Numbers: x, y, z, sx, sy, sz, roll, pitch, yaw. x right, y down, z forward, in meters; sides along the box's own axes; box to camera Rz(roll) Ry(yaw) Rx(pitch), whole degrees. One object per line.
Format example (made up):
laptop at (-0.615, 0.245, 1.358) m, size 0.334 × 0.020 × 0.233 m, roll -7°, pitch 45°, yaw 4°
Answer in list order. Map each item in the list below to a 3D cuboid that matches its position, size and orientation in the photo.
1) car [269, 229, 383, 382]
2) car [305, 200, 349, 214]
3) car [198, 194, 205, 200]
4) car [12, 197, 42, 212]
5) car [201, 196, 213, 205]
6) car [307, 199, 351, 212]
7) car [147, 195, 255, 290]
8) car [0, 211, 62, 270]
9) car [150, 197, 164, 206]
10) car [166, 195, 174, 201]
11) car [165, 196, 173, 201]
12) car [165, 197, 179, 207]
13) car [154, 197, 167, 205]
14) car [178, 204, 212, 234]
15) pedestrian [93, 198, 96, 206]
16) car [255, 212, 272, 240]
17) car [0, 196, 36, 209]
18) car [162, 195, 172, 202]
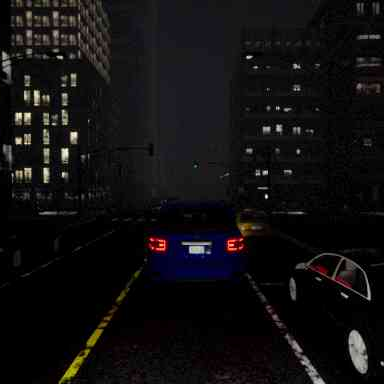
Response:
car at (2.804, 1.549, 5.265) m, size 2.008 × 1.369 × 4.403 m, roll -1°, pitch 0°, yaw 0°
car at (14.865, 1.667, 37.128) m, size 4.181 × 1.385 × 1.994 m, roll 0°, pitch 1°, yaw 1°
car at (2.637, 1.425, 94.091) m, size 1.967 × 1.590 × 4.097 m, roll -1°, pitch 0°, yaw 0°
car at (-17.831, 1.442, 34.363) m, size 4.181 × 1.385 × 1.994 m, roll 0°, pitch 1°, yaw 1°
car at (2.652, 1.539, 60.164) m, size 2.008 × 1.369 × 4.403 m, roll -1°, pitch 0°, yaw 0°
car at (16.297, 1.623, 39.693) m, size 4.403 × 1.369 × 2.008 m, roll 0°, pitch 0°, yaw 1°
car at (0.092, 1.219, 9.178) m, size 2.150 × 2.045 × 5.566 m, roll 0°, pitch 0°, yaw 0°
car at (-5.838, 1.542, 10.964) m, size 1.887 × 1.381 × 4.507 m, roll -1°, pitch 0°, yaw 0°
car at (-5.726, 1.514, 54.336) m, size 1.752 × 1.417 × 4.829 m, roll -1°, pitch 0°, yaw 0°
car at (-5.739, 1.530, 88.433) m, size 1.887 × 1.381 × 4.507 m, roll -1°, pitch 0°, yaw 0°
car at (-5.736, 1.568, 82.778) m, size 1.802 × 1.307 × 4.206 m, roll -1°, pitch 0°, yaw 0°
car at (-3.114, 1.553, 52.632) m, size 1.994 × 1.385 × 4.181 m, roll 0°, pitch 0°, yaw 0°
car at (-5.728, 1.554, 60.160) m, size 1.947 × 1.339 × 4.313 m, roll -1°, pitch 0°, yaw 0°
car at (0.086, 1.520, 20.128) m, size 1.812 × 1.442 × 4.674 m, roll 0°, pitch 0°, yaw -1°
pedestrian at (-12.567, 1.300, 43.026) m, size 0.500 × 1.100 × 0.500 m, roll 0°, pitch 0°, yaw 1°
car at (2.799, 1.521, 16.724) m, size 1.752 × 1.417 × 4.829 m, roll -1°, pitch 0°, yaw 0°
car at (-21.679, 1.275, 40.175) m, size 4.829 × 1.417 × 1.752 m, roll 0°, pitch 0°, yaw 1°
car at (-5.735, 1.531, 77.123) m, size 1.887 × 1.381 × 4.507 m, roll -1°, pitch 0°, yaw 0°
